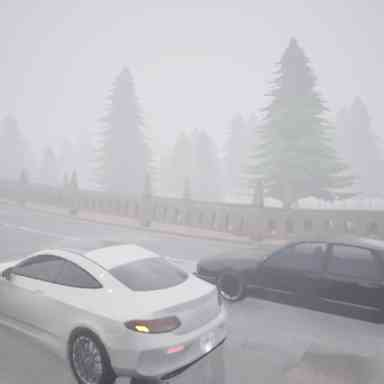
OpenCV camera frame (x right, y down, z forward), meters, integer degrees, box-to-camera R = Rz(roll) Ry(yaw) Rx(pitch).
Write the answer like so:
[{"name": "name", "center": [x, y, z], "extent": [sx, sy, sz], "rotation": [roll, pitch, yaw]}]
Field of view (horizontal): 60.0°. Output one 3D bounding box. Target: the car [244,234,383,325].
[{"name": "car", "center": [2.619, 1.540, 6.398], "extent": [5.357, 1.411, 2.033], "rotation": [0, 0, 36]}]

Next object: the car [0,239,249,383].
[{"name": "car", "center": [-1.692, 1.488, 5.180], "extent": [4.674, 1.442, 1.812], "rotation": [1, 1, 36]}]
